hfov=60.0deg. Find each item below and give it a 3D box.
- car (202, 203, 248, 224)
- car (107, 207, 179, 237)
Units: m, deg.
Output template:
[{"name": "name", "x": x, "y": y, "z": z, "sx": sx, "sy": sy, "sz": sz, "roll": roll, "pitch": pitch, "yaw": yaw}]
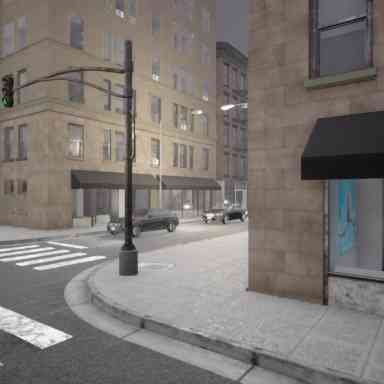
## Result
[{"name": "car", "x": 2.695, "y": 1.641, "z": 26.299, "sx": 2.128, "sy": 1.511, "sz": 4.902, "roll": 0, "pitch": 0, "yaw": 35}, {"name": "car", "x": -2.612, "y": 1.620, "z": 18.829, "sx": 1.812, "sy": 1.442, "sz": 4.674, "roll": 0, "pitch": 0, "yaw": 37}]
